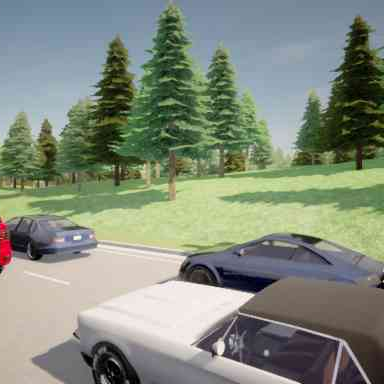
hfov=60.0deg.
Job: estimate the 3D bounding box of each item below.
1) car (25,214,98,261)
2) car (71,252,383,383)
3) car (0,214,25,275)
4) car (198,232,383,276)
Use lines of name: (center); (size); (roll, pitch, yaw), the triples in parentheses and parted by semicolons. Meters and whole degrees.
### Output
car: (-5.802, 1.547, 12.353); (5.357, 1.411, 2.033); (0, 0, 35)
car: (0.907, 1.601, 3.344); (4.718, 1.301, 1.895); (0, 0, 35)
car: (-7.064, 1.221, 8.949); (5.566, 2.045, 2.150); (0, 0, 36)
car: (1.767, 1.564, 7.029); (4.181, 1.385, 1.994); (0, 0, 35)
